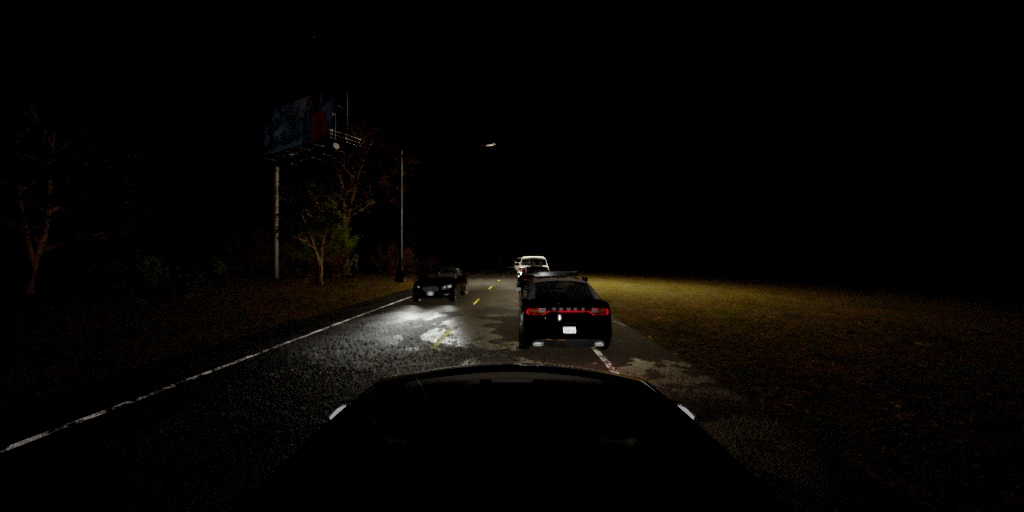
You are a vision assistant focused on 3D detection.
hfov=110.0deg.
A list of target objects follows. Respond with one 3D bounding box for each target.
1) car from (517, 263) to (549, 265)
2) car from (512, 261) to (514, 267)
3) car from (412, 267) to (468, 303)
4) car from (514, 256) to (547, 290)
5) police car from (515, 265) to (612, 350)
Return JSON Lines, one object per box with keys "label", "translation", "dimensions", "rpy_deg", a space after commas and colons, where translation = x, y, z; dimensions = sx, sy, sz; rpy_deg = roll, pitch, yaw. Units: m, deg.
{"label": "car", "translation": [1.289, 1.296, 19.122], "dimensions": [1.837, 1.490, 4.892], "rpy_deg": [0, 0, 1]}
{"label": "car", "translation": [1.427, 1.202, 46.476], "dimensions": [2.150, 2.045, 5.566], "rpy_deg": [0, 0, 4]}
{"label": "car", "translation": [-3.276, 1.274, 17.040], "dimensions": [2.128, 1.511, 4.902], "rpy_deg": [0, 0, 1]}
{"label": "car", "translation": [1.463, 1.044, 25.131], "dimensions": [2.150, 2.045, 5.566], "rpy_deg": [0, 0, 2]}
{"label": "police car", "translation": [1.105, 1.184, 9.266], "dimensions": [1.930, 1.638, 5.238], "rpy_deg": [0, 0, 1]}
